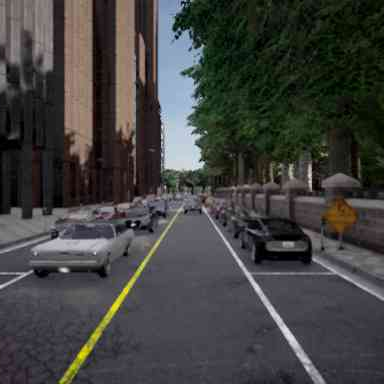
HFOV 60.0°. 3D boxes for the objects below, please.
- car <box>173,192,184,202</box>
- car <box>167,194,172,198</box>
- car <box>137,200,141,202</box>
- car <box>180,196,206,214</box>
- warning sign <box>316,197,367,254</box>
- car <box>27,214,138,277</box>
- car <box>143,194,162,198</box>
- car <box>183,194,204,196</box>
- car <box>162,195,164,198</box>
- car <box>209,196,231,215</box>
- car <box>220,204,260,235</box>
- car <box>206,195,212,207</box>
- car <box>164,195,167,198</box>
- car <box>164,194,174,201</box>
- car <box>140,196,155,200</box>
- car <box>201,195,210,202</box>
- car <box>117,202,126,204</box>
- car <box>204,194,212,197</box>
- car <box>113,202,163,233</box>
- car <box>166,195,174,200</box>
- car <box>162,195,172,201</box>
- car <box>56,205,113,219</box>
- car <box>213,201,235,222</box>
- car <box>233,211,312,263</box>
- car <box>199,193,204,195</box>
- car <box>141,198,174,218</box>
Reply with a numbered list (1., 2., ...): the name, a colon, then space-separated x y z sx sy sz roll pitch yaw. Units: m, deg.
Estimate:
1. car: -2.938 1.378 72.858 1.812 1.442 4.674 0 0 0
2. car: -5.707 1.336 66.220 1.967 1.590 4.097 0 0 0
3. car: -5.739 1.533 28.021 1.802 1.307 4.206 0 0 0
4. car: 0.130 1.488 34.615 2.033 1.411 5.357 0 0 1
5. warning sign: 5.078 1.095 11.391 1.300 1.860 1.060 0 0 0
6. car: -3.090 1.583 10.264 1.895 1.301 4.718 0 0 0
7. car: -5.725 1.239 44.392 2.192 1.841 5.009 0 0 0
8. car: 0.136 1.413 46.560 2.128 1.511 4.902 0 0 0
9. car: -5.720 1.460 49.849 1.887 1.381 4.507 0 0 0
10. car: 2.787 1.391 28.020 1.967 1.590 4.097 0 0 0
11. car: 2.778 1.521 17.107 2.008 1.369 4.403 0 0 0
12. car: 2.791 1.382 33.477 1.967 1.590 4.097 0 0 0
13. car: -5.716 1.453 55.306 1.887 1.381 4.507 0 0 0
14. car: -5.693 1.317 82.592 1.967 1.590 4.097 0 0 0
15. car: -5.729 1.515 38.936 1.802 1.307 4.206 0 0 0
16. car: 2.823 1.414 71.843 1.752 1.417 4.829 0 0 0
17. car: -5.743 1.543 22.564 1.802 1.307 4.206 0 0 0
18. car: 2.805 1.441 50.016 1.752 1.417 4.829 0 0 0
19. car: -3.075 1.530 19.465 1.994 1.385 4.181 0 0 0
20. car: -5.689 1.397 87.878 1.752 1.417 4.829 0 0 0
21. car: -5.698 1.428 77.134 1.887 1.381 4.507 0 0 0
22. car: -5.748 1.521 17.107 2.008 1.369 4.403 0 0 0
23. car: 2.782 1.511 22.564 2.008 1.369 4.403 0 0 0
24. car: 2.773 1.545 11.651 1.947 1.339 4.313 0 0 0
25. car: 2.814 1.217 60.759 2.192 1.841 5.009 0 0 0
26. car: -3.030 1.496 29.609 2.033 1.411 5.357 0 0 0
